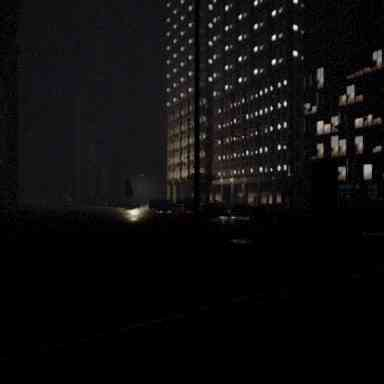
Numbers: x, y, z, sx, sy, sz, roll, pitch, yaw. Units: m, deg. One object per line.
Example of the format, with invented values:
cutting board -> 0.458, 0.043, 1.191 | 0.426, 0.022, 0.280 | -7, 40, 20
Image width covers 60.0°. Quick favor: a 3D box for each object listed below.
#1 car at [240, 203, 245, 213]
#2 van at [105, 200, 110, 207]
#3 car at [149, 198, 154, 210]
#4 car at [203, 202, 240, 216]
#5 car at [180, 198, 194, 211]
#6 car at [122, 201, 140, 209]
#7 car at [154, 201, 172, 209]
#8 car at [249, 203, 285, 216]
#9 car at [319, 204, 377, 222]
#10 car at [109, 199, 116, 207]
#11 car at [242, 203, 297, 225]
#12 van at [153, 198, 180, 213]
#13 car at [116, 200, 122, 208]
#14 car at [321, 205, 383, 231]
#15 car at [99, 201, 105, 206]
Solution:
car -> 6.434, 2.121, 44.945 | 1.947, 1.339, 4.313 | -1, -1, -26
van -> -18.311, 2.589, 76.697 | 1.690, 1.788, 3.998 | -1, -1, -26
car -> -5.710, 2.087, 56.949 | 2.150, 2.045, 5.566 | 0, -1, -26
car -> 3.046, 1.954, 38.703 | 2.128, 1.511, 4.902 | 0, -1, -26
car -> -1.032, 1.977, 54.303 | 2.150, 2.045, 5.566 | 0, -1, -26
car -> -10.934, 2.485, 61.519 | 2.008, 1.369, 4.403 | -1, -1, -26
car -> -5.575, 2.421, 63.534 | 1.882, 1.535, 5.008 | 0, -1, -26
car -> 8.892, 2.022, 39.886 | 1.947, 1.339, 4.313 | -1, -1, -26
car -> 13.807, 1.811, 29.768 | 2.008, 1.369, 4.403 | -1, -1, -26
car -> -15.850, 2.688, 71.637 | 1.887, 1.381, 4.507 | -1, -1, -26
car -> 6.270, 1.783, 26.106 | 2.008, 1.369, 4.403 | -1, -1, -26
van -> -3.565, 1.969, 46.345 | 1.690, 1.788, 3.998 | -1, -1, -26
car -> -13.319, 2.560, 66.425 | 1.752, 1.417, 4.829 | -1, -1, -26
car -> 11.314, 1.690, 22.205 | 2.033, 1.411, 5.357 | 0, -1, -31
car -> -23.223, 3.005, 86.812 | 1.887, 1.381, 4.507 | -1, -1, -26
